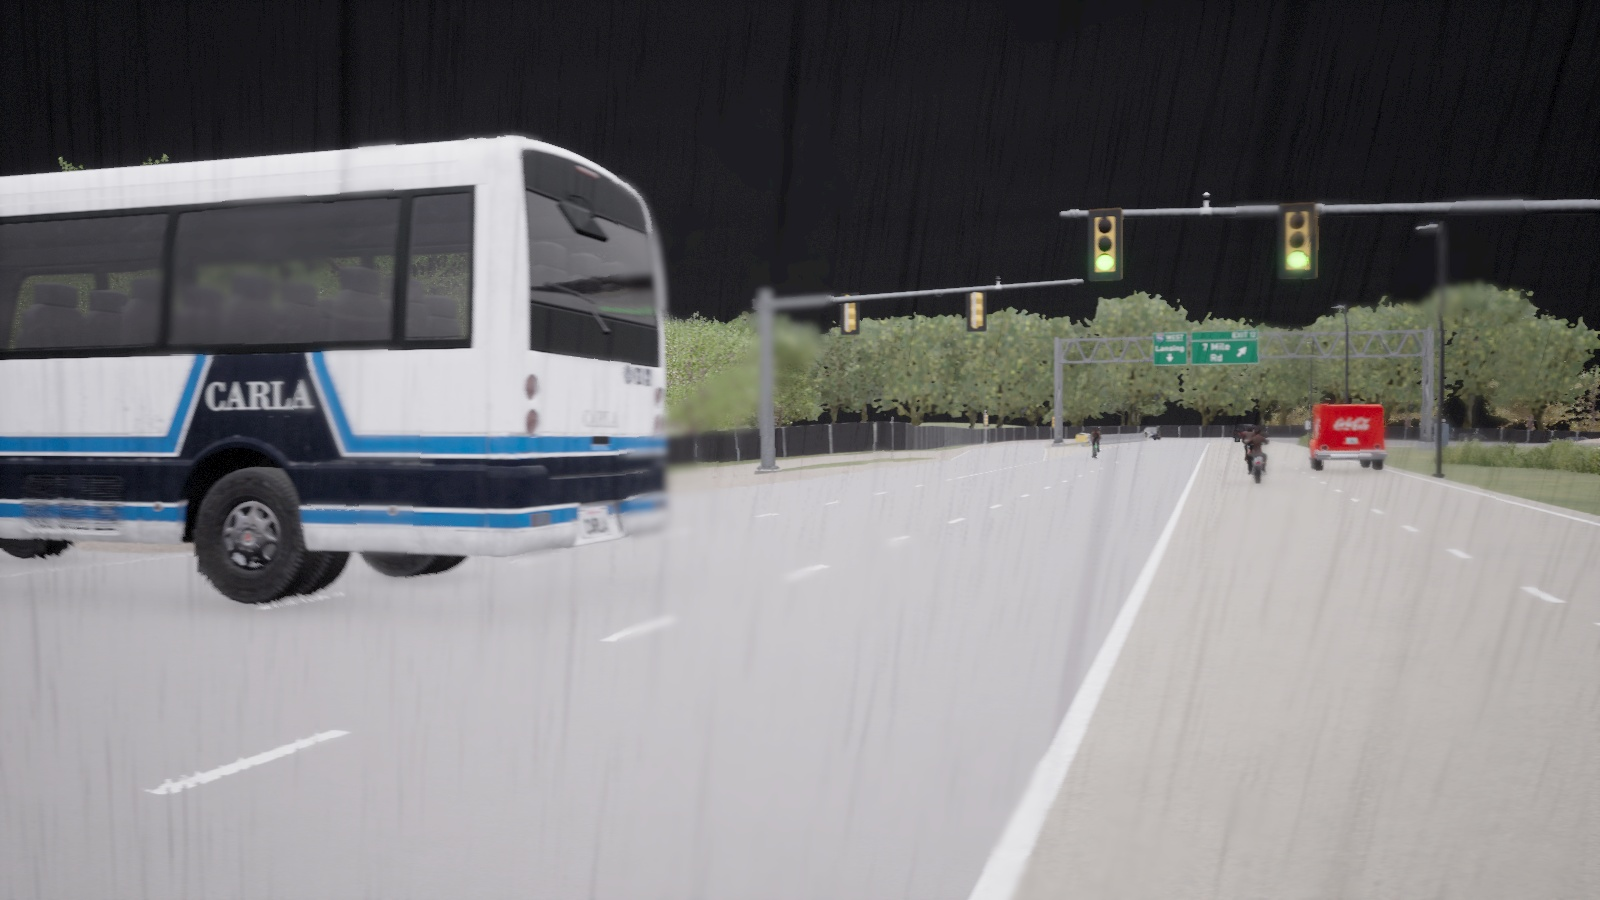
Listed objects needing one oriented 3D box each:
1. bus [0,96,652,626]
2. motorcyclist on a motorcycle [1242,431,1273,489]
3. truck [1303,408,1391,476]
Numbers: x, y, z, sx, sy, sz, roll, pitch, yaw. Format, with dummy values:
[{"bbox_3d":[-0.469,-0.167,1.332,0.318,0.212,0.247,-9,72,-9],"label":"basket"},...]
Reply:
[{"bbox_3d":[-7.142,-0.774,13.514,10.273,4.253,3.944,1,0,18],"label":"bus"},{"bbox_3d":[13.414,0.275,36.868,0.766,1.649,2.350,1,1,18],"label":"motorcyclist on a motorcycle"},{"bbox_3d":[20.841,-0.332,48.078,2.627,2.467,5.204,1,1,18],"label":"truck"}]
